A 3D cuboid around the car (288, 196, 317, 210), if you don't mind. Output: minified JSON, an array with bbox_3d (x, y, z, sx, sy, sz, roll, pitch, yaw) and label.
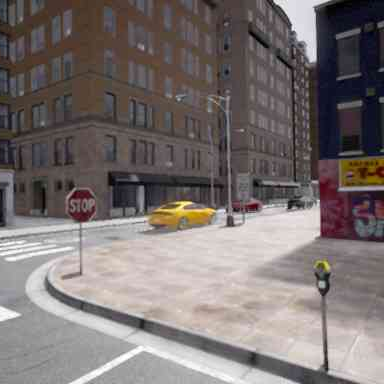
[{"bbox_3d":[12.193,1.195,37.116,1.837,1.490,4.892,-2,-1,36],"label":"car"}]

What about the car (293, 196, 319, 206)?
[{"bbox_3d":[16.544,1.278,48.073,2.033,1.411,5.357,-2,-1,36],"label":"car"}]

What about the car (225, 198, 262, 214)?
[{"bbox_3d":[5.022,1.285,32.176,1.882,1.535,5.008,-2,0,36],"label":"car"}]

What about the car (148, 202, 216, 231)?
[{"bbox_3d":[-0.411,1.326,19.498,1.882,1.535,5.008,-2,0,35],"label":"car"}]
